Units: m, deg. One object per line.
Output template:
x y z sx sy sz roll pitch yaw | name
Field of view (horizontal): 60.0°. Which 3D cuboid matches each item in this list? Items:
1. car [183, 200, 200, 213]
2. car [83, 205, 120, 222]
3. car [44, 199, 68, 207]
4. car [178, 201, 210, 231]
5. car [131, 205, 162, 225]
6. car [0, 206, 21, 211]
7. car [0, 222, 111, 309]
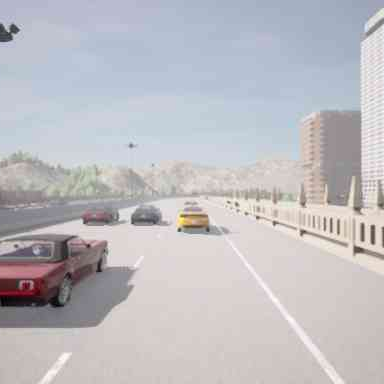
-0.153 1.740 41.046 1.994 1.385 4.181 0 0 -1 | car
-6.910 1.674 25.628 1.994 1.385 4.181 0 0 0 | car
-17.849 1.679 43.818 2.128 1.511 4.902 0 0 -1 | car
0.100 1.569 21.324 1.882 1.535 5.008 0 0 0 | car
-3.409 1.673 25.373 1.994 1.385 4.181 0 0 0 | car
-14.097 1.707 24.826 1.895 1.301 4.718 0 0 0 | car
-3.399 1.635 7.911 1.895 1.301 4.718 0 0 0 | car
